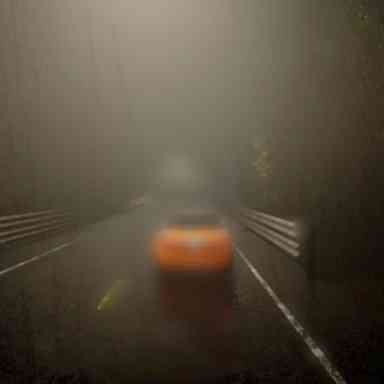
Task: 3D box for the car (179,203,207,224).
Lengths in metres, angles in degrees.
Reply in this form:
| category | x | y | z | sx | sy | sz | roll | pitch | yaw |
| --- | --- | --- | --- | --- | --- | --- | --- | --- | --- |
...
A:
| category | x | y | z | sx | sy | sz | roll | pitch | yaw |
| --- | --- | --- | --- | --- | --- | --- | --- | --- | --- |
| car | 0.085 | 1.534 | 25.270 | 1.895 | 1.301 | 4.718 | 0 | 0 | 0 |

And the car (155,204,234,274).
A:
| category | x | y | z | sx | sy | sz | roll | pitch | yaw |
| --- | --- | --- | --- | --- | --- | --- | --- | --- | --- |
| car | 0.083 | 1.326 | 10.661 | 2.097 | 1.767 | 4.553 | 0 | 0 | 0 |
